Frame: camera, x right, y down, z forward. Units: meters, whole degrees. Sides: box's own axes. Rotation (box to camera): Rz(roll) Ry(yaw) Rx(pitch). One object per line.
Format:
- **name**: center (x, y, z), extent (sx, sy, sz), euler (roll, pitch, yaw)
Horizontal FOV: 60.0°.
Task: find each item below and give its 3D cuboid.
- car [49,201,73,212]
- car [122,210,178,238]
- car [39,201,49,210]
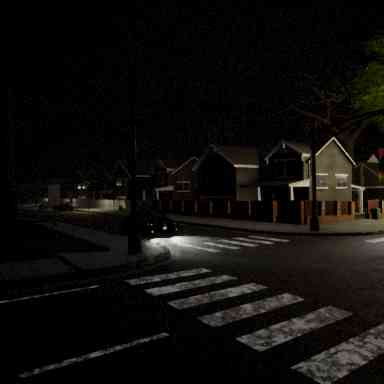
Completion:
- **car**: center (-18.253, 1.985, 47.015), extent (2.128, 1.511, 4.902), euler (-1, 0, -34)
- **car**: center (-2.526, 1.751, 19.282), extent (1.994, 1.385, 4.181), euler (-1, 0, -33)
- **car**: center (-24.230, 2.187, 55.544), extent (1.994, 1.385, 4.181), euler (-1, 0, -35)
